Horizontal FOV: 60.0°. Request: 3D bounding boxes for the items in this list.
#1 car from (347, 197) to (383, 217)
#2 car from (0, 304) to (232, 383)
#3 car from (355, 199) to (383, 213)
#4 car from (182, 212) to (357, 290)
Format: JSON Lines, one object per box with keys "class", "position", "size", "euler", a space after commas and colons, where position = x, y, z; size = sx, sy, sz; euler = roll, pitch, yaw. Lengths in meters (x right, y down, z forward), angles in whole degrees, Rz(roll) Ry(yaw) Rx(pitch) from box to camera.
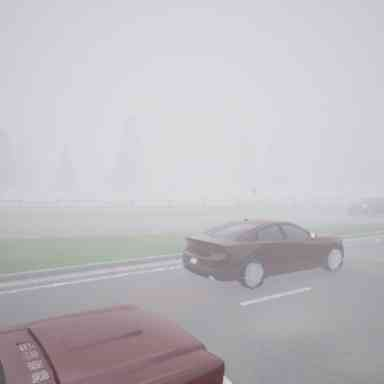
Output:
{"class": "car", "position": [16.401, 1.294, 30.412], "size": [4.553, 1.767, 2.097], "euler": [0, 0, -24]}
{"class": "car", "position": [-1.976, 1.594, 2.231], "size": [4.718, 1.301, 1.895], "euler": [0, 0, -35]}
{"class": "car", "position": [20.525, 1.479, 36.115], "size": [5.357, 1.411, 2.033], "euler": [0, 0, -24]}
{"class": "car", "position": [2.114, 1.458, 9.142], "size": [5.008, 1.535, 1.882], "euler": [0, 0, -33]}
